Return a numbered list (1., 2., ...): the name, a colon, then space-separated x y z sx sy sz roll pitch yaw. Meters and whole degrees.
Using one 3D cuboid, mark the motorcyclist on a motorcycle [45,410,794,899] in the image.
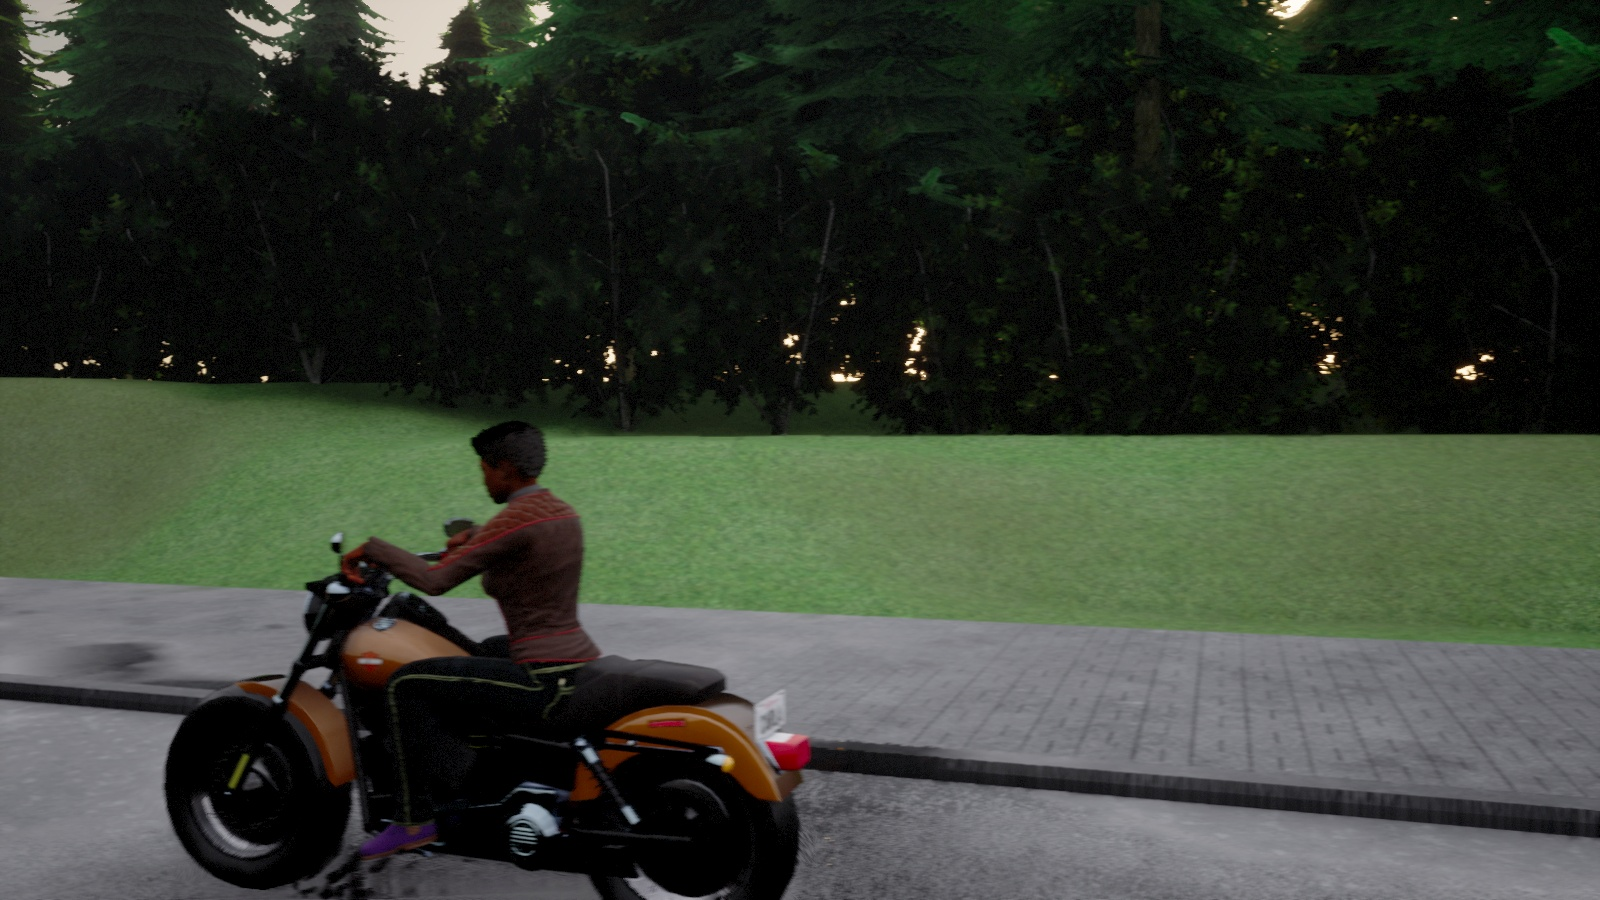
1. motorcyclist on a motorcycle: -1.255 0.706 4.142 2.350 1.649 0.766 0 1 19
